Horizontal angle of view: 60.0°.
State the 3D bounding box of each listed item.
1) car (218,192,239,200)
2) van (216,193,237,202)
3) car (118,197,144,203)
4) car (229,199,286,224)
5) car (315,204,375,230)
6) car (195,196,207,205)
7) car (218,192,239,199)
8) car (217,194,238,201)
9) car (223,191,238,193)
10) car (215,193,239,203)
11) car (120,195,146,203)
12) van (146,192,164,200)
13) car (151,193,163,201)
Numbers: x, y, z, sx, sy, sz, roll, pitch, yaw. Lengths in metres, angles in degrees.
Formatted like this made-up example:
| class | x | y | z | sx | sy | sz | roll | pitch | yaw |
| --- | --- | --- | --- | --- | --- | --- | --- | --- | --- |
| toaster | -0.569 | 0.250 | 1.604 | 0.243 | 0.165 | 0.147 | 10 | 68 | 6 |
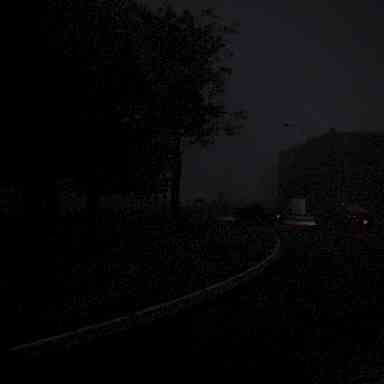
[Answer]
| class | x | y | z | sx | sy | sz | roll | pitch | yaw |
| --- | --- | --- | --- | --- | --- | --- | --- | --- | --- |
| car | 9.528 | 0.983 | 86.855 | 5.566 | 2.045 | 2.435 | 0 | 1 | 7 |
| van | 7.616 | 1.166 | 73.217 | 4.442 | 1.987 | 1.878 | 0 | 1 | 7 |
| car | -13.060 | 1.421 | 69.323 | 4.553 | 1.767 | 2.185 | 0 | 0 | 7 |
| car | 4.968 | 1.511 | 25.000 | 1.882 | 1.535 | 5.008 | 1 | 0 | -22 |
| car | 9.406 | 1.494 | 20.721 | 1.812 | 1.442 | 4.674 | 0 | -1 | -5 |
| car | 1.503 | 1.532 | 59.343 | 1.837 | 1.490 | 4.892 | -1 | 0 | 5 |
| car | 10.200 | 0.918 | 92.500 | 5.566 | 2.045 | 2.435 | 0 | 1 | 7 |
| car | 8.798 | 1.298 | 81.475 | 5.008 | 1.535 | 2.097 | 0 | 1 | 7 |
| car | 7.390 | 1.288 | 70.315 | 4.553 | 1.767 | 2.185 | 0 | 0 | 7 |
| car | 6.633 | 1.476 | 64.933 | 4.792 | 1.488 | 2.163 | 0 | 0 | 7 |
| car | -12.743 | 1.527 | 72.068 | 5.008 | 1.535 | 2.097 | 0 | 0 | 7 |
| van | -10.160 | 1.104 | 91.196 | 4.442 | 1.987 | 1.878 | 0 | 1 | 7 |
| car | -11.008 | 1.140 | 85.745 | 5.566 | 2.045 | 2.435 | 0 | 1 | 7 |
